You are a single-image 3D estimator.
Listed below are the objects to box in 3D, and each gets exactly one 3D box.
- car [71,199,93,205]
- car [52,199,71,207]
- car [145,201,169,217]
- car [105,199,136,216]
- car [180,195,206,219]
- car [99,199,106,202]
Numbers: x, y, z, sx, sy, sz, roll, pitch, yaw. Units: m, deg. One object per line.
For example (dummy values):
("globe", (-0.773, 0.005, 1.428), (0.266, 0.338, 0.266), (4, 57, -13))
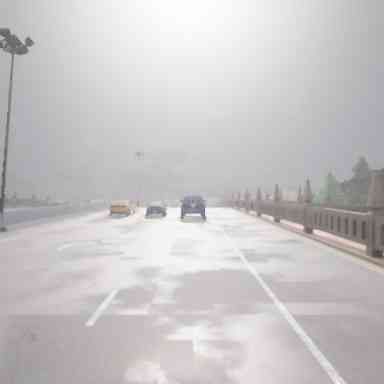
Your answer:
("car", (-17.515, 1.835, 54.157), (1.837, 1.490, 4.892), (0, -3, 0))
("car", (-21.015, 1.844, 54.114), (1.812, 1.442, 4.674), (0, -3, 0))
("car", (-3.408, 1.594, 32.619), (1.812, 1.442, 4.674), (0, 0, 0))
("car", (-6.907, 1.548, 33.449), (1.882, 1.535, 5.008), (0, 0, 0))
("car", (0.094, 1.286, 30.354), (2.150, 2.045, 5.566), (0, 0, 0))
("car", (-14.017, 1.839, 54.005), (1.812, 1.442, 4.674), (0, -3, 0))
